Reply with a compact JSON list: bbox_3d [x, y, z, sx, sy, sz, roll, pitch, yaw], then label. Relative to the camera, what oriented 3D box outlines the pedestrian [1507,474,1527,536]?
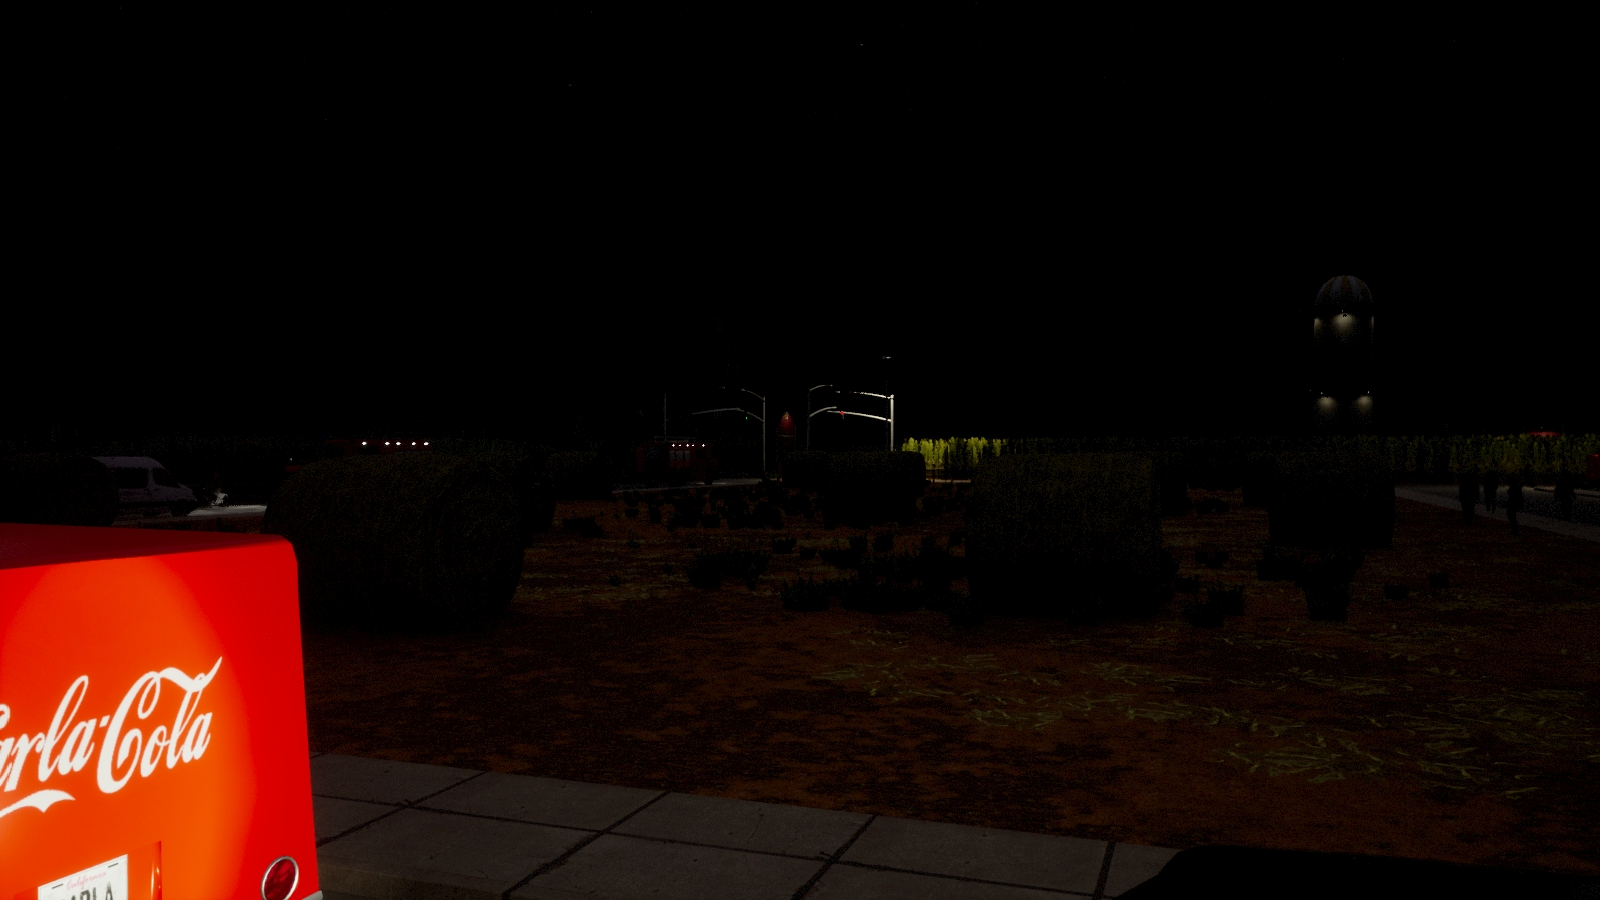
[{"bbox_3d":[21.815,1.667,34.768,0.375,1.860,0.375,0,0,8],"label":"pedestrian"}]

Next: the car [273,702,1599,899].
[{"bbox_3d":[1.269,1.906,2.870,4.553,1.767,2.097,0,0,20],"label":"car"}]

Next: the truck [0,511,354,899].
[{"bbox_3d":[-5.033,1.572,5.132,5.204,2.467,2.627,0,0,20],"label":"truck"}]

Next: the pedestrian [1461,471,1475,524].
[{"bbox_3d":[23.462,1.666,40.131,0.375,1.860,0.375,0,0,22],"label":"pedestrian"}]
